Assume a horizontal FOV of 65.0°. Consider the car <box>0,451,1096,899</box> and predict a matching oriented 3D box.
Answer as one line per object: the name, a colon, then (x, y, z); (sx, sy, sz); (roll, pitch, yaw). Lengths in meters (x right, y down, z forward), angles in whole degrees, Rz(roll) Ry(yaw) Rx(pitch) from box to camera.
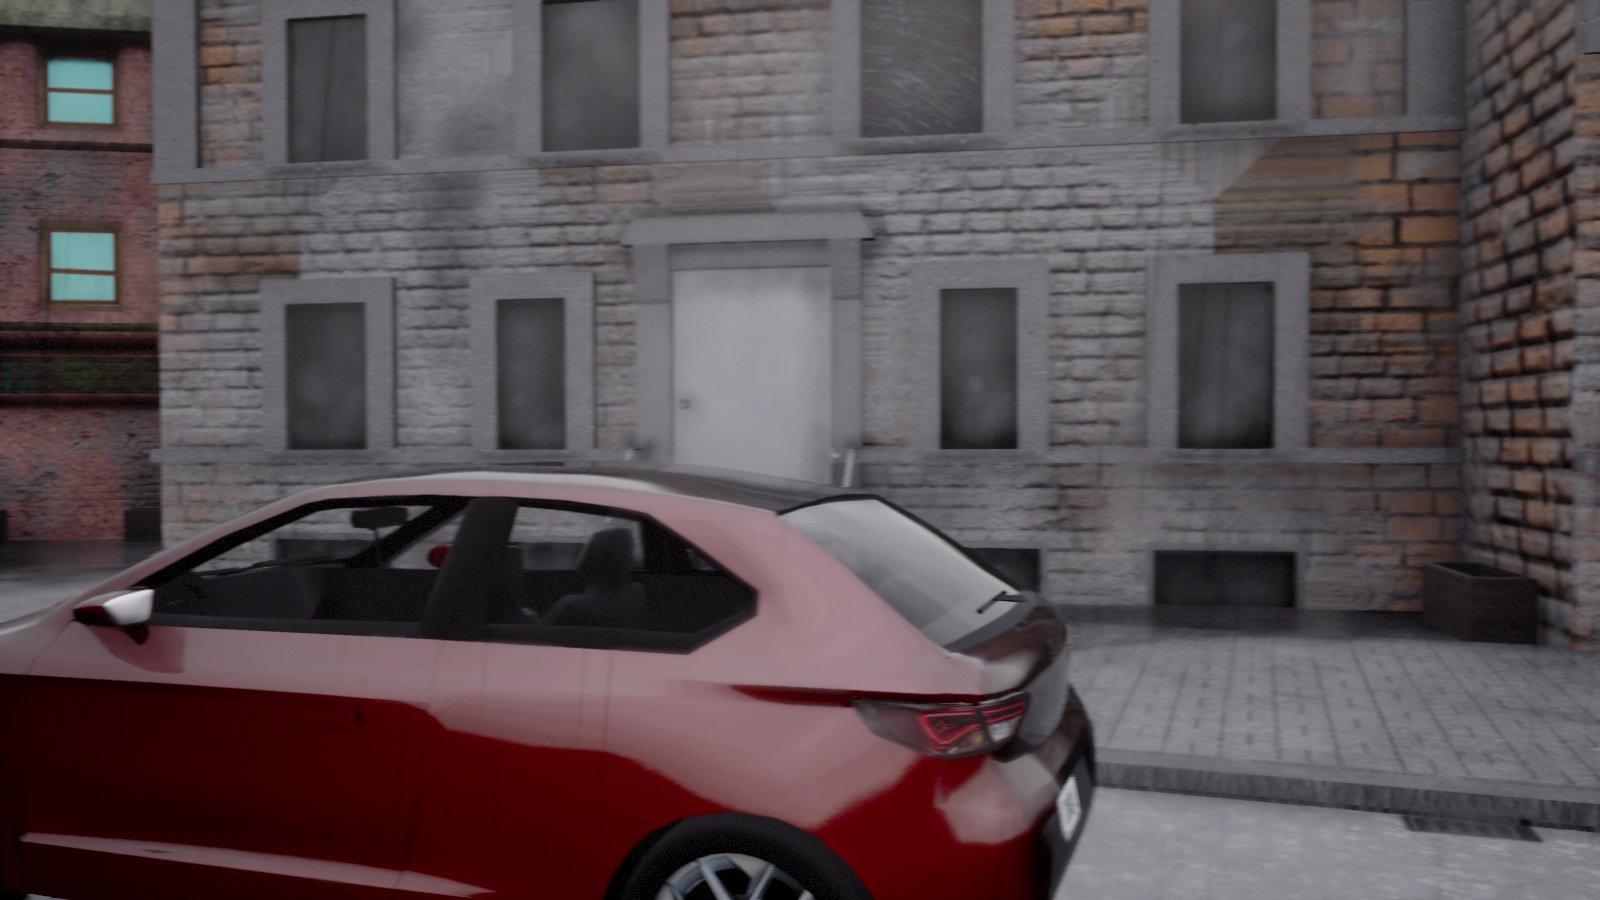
car: (-1.258, 0.768, 4.202); (4.193, 1.474, 1.816); (0, 1, 20)
